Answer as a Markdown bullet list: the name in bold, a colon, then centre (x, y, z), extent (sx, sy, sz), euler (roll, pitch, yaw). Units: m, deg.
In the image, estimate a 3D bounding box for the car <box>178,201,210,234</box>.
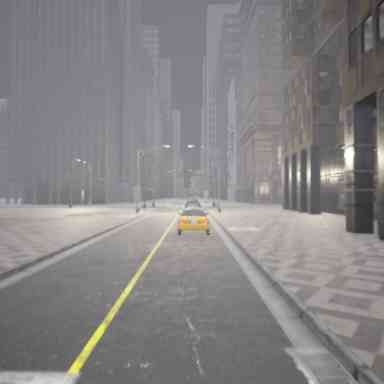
- **car**: centre (0.099, 1.577, 20.121), extent (1.801, 1.575, 5.366), euler (0, 0, 0)
